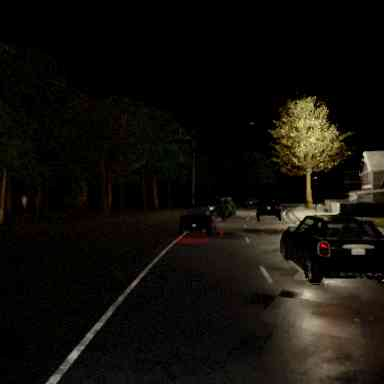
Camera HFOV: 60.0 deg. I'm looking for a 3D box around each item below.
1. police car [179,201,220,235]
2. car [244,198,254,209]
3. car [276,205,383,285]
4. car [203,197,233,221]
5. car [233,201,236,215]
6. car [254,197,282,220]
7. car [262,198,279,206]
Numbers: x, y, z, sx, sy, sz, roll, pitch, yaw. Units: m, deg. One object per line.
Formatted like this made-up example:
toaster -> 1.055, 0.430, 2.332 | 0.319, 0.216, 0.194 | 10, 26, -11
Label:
police car -> 0.465, 1.607, 20.589 | 1.930, 1.638, 5.238 | 0, 0, 8
car -> 9.766, 1.800, 53.132 | 2.097, 1.767, 4.553 | 0, 0, 21
car -> 4.108, 1.461, 10.056 | 2.097, 1.767, 4.553 | 0, 0, 4
car -> 2.160, 1.484, 30.317 | 2.150, 2.045, 5.566 | 0, 0, 12
car -> 3.483, 1.532, 36.141 | 2.150, 2.045, 5.566 | 0, 0, 14
car -> 7.171, 1.496, 31.156 | 2.150, 2.045, 5.566 | 0, 0, 12
car -> 15.979, 2.043, 67.492 | 2.128, 1.511, 4.902 | 0, -1, 27
